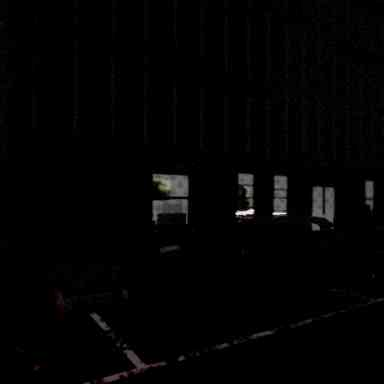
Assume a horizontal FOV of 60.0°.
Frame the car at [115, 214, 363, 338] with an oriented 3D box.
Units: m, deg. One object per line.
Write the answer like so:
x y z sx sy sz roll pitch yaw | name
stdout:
1.009 1.437 6.964 5.009 1.841 2.192 1 -1 -32 | car

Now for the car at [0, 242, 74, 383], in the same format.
-3.713 1.501 4.029 4.097 1.590 1.967 1 -1 -32 | car

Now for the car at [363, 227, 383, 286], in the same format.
5.732 1.746 9.895 4.313 1.339 1.947 1 -1 -32 | car
